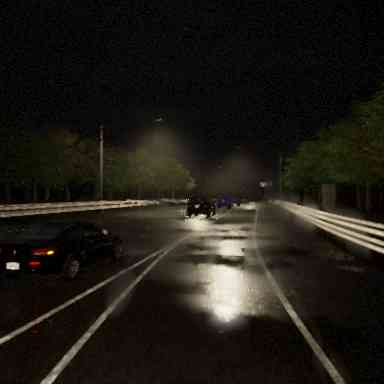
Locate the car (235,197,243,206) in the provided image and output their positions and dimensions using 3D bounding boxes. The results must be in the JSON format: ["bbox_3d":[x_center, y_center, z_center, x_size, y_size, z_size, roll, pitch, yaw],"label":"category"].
[{"bbox_3d":[10.003,2.117,76.757,2.150,2.045,5.566,0,-1,12],"label":"car"}]

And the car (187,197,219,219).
[{"bbox_3d":[0.980,1.473,32.920,2.150,2.045,5.566,0,0,11],"label":"car"}]

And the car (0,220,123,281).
[{"bbox_3d":[-3.670,1.563,9.946,1.812,1.442,4.674,0,0,11],"label":"car"}]

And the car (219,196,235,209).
[{"bbox_3d":[5.307,1.715,54.075,2.150,2.045,5.566,0,-1,12],"label":"car"}]
